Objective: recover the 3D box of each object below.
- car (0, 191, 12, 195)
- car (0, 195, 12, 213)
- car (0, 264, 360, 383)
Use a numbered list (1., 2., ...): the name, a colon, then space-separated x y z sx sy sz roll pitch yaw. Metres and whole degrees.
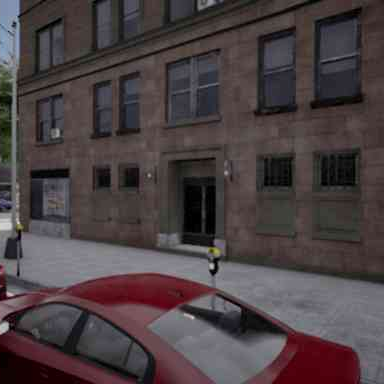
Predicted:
1. car: -20.932 0.925 33.571 2.150 2.045 5.566 0 0 36
2. car: -18.994 1.254 30.703 1.812 1.442 4.674 0 1 34
3. car: -0.749 1.531 3.349 4.507 1.381 1.887 0 0 36
